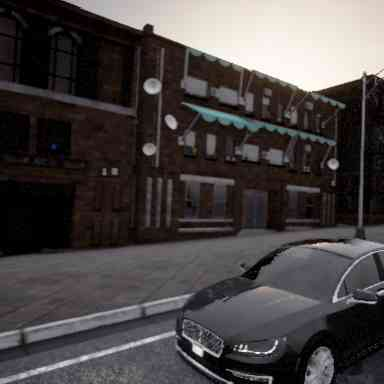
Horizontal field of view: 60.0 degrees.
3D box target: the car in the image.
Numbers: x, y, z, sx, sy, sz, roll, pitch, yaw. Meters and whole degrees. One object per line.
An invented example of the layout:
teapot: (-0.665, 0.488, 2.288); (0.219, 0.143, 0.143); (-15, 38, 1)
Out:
car: (2.045, 1.540, 5.135); (4.892, 1.490, 1.837); (1, 0, -35)
